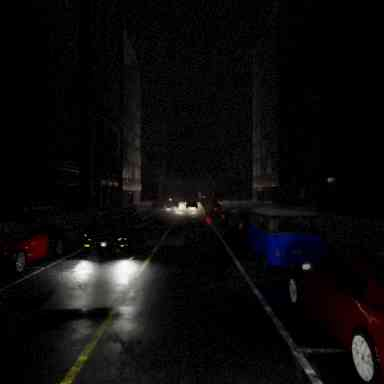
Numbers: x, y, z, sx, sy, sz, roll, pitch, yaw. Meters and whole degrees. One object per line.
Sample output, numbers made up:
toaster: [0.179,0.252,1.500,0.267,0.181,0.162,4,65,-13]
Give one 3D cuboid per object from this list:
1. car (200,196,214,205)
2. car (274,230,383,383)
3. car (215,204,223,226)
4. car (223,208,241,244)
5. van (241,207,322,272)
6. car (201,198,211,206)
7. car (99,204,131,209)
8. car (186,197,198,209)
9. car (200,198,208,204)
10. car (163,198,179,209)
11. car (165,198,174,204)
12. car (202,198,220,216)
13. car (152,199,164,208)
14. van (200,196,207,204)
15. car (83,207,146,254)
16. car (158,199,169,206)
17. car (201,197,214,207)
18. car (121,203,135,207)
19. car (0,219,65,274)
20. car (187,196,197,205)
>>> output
car: [2.834,1.726,50.423,2.192,1.841,5.009,0,0,0]
car: [2.851,1.588,5.234,1.887,1.381,4.507,0,0,0]
car: [2.844,1.725,22.179,1.887,1.381,4.507,0,0,0]
car: [2.846,1.575,16.531,1.967,1.590,4.097,0,0,0]
van: [2.847,1.430,10.884,1.690,1.788,3.998,0,0,0]
car: [2.829,1.982,67.368,1.967,1.590,4.097,0,0,0]
car: [-5.681,1.731,22.172,2.008,1.369,4.403,0,0,0]
car: [-0.019,2.006,54.288,1.994,1.385,4.181,0,0,0]
car: [2.826,2.204,78.664,1.802,1.307,4.206,0,0,0]
car: [-3.081,1.992,54.575,2.033,1.411,5.357,0,0,1]
car: [-5.701,2.225,84.309,1.947,1.339,4.313,0,0,0]
car: [2.337,1.749,35.893,1.801,1.575,5.366,0,0,0]
car: [-5.692,2.001,56.065,1.887,1.381,4.507,0,0,0]
van: [2.823,2.001,84.315,1.690,1.788,3.998,0,0,0]
car: [-3.105,1.620,14.088,1.837,1.490,4.892,0,0,0]
car: [-5.695,2.123,67.362,1.802,1.307,4.206,0,0,0]
car: [2.830,1.814,61.720,2.192,1.841,5.009,0,0,0]
car: [-5.683,1.666,27.822,1.967,1.590,4.097,0,0,0]
car: [-5.676,1.634,10.875,1.887,1.381,4.507,0,0,0]
car: [-0.024,1.768,69.373,2.097,1.767,4.553,0,0,0]
